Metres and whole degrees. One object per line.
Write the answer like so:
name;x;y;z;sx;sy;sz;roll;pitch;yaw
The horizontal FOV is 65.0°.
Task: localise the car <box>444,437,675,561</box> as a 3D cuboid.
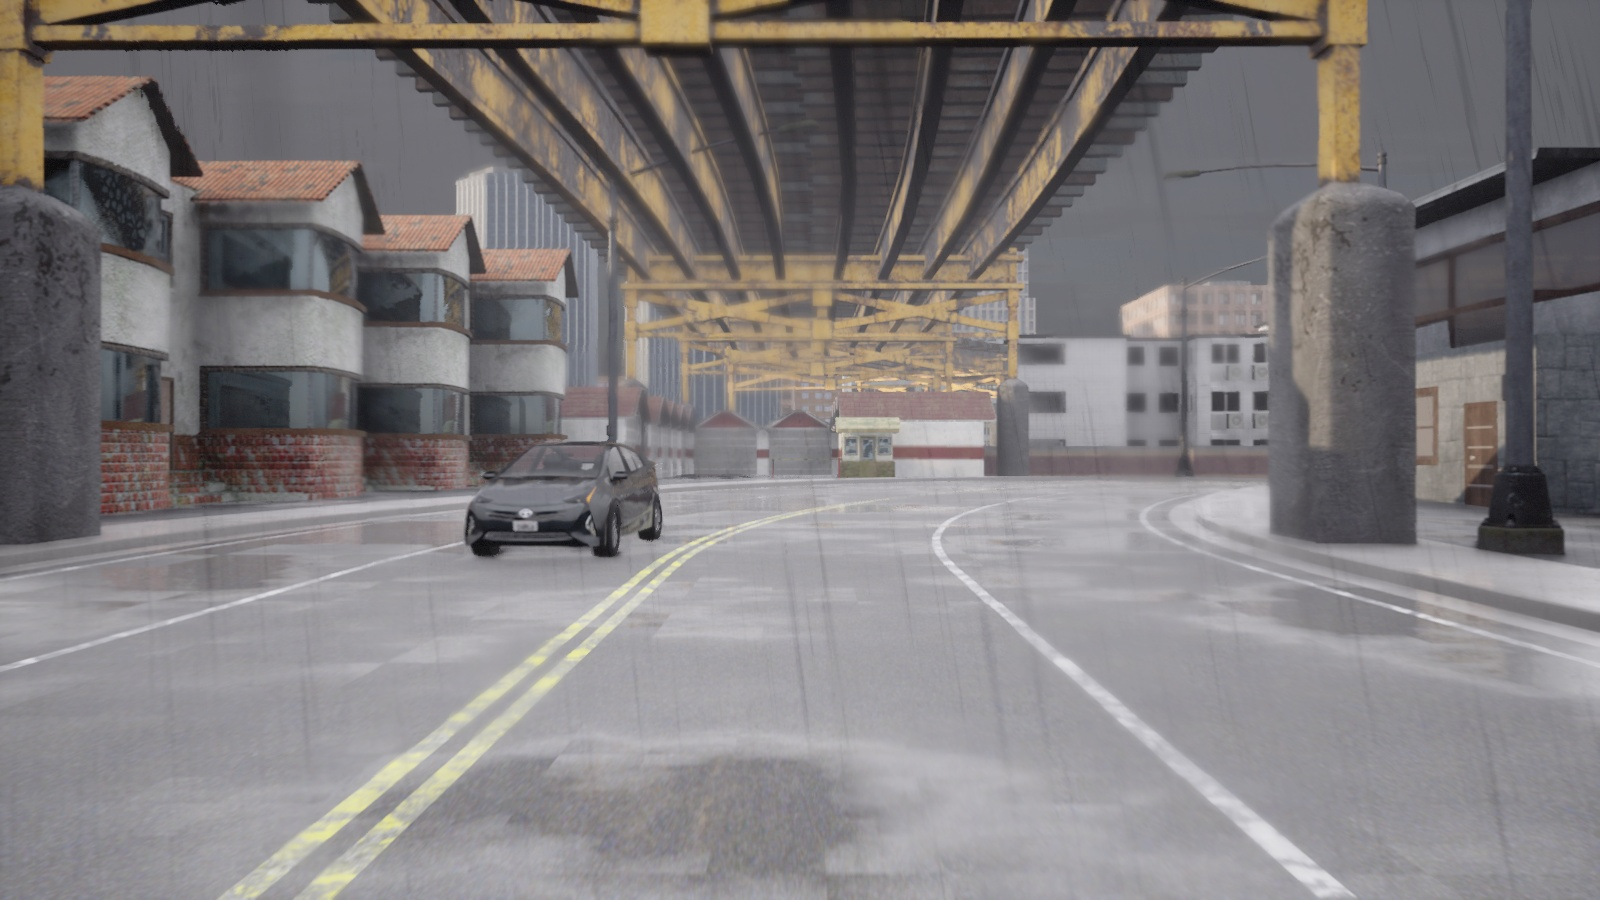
car;-3.214;0.594;17.781;2.007;1.525;4.514;0;0;6
